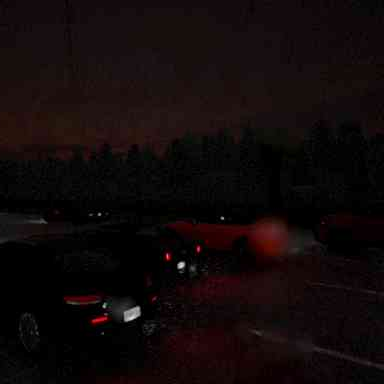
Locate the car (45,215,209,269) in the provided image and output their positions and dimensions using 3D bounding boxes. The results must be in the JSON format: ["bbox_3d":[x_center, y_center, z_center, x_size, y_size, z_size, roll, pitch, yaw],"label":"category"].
[{"bbox_3d":[-2.074,1.568,9.767,4.718,1.301,1.895,0,0,35],"label":"car"}]

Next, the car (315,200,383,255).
[{"bbox_3d":[7.313,1.219,11.673,5.566,2.045,2.150,0,0,35],"label":"car"}]

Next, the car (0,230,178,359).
[{"bbox_3d":[-2.697,1.501,5.915,4.674,1.442,1.812,0,0,35],"label":"car"}]

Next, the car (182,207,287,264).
[{"bbox_3d":[0.945,1.325,11.913,4.553,1.767,2.097,0,0,35],"label":"car"}]

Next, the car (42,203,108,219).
[{"bbox_3d":[-7.908,1.460,22.525,5.357,1.411,2.033,0,0,35],"label":"car"}]
